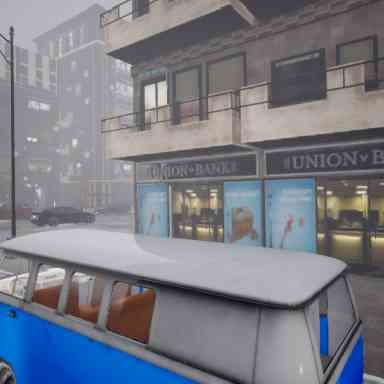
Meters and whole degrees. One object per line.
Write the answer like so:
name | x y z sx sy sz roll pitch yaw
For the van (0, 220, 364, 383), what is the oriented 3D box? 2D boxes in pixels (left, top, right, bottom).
van | -0.505 1.342 3.223 3.998 1.788 1.690 0 -1 36

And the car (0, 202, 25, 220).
car | -15.338 1.609 27.371 1.967 1.590 4.097 -2 -1 36

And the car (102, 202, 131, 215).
car | -8.654 1.798 36.451 1.947 1.339 4.313 -2 -1 36

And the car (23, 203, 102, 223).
car | -8.590 1.583 22.399 1.947 1.339 4.313 -2 -1 36
